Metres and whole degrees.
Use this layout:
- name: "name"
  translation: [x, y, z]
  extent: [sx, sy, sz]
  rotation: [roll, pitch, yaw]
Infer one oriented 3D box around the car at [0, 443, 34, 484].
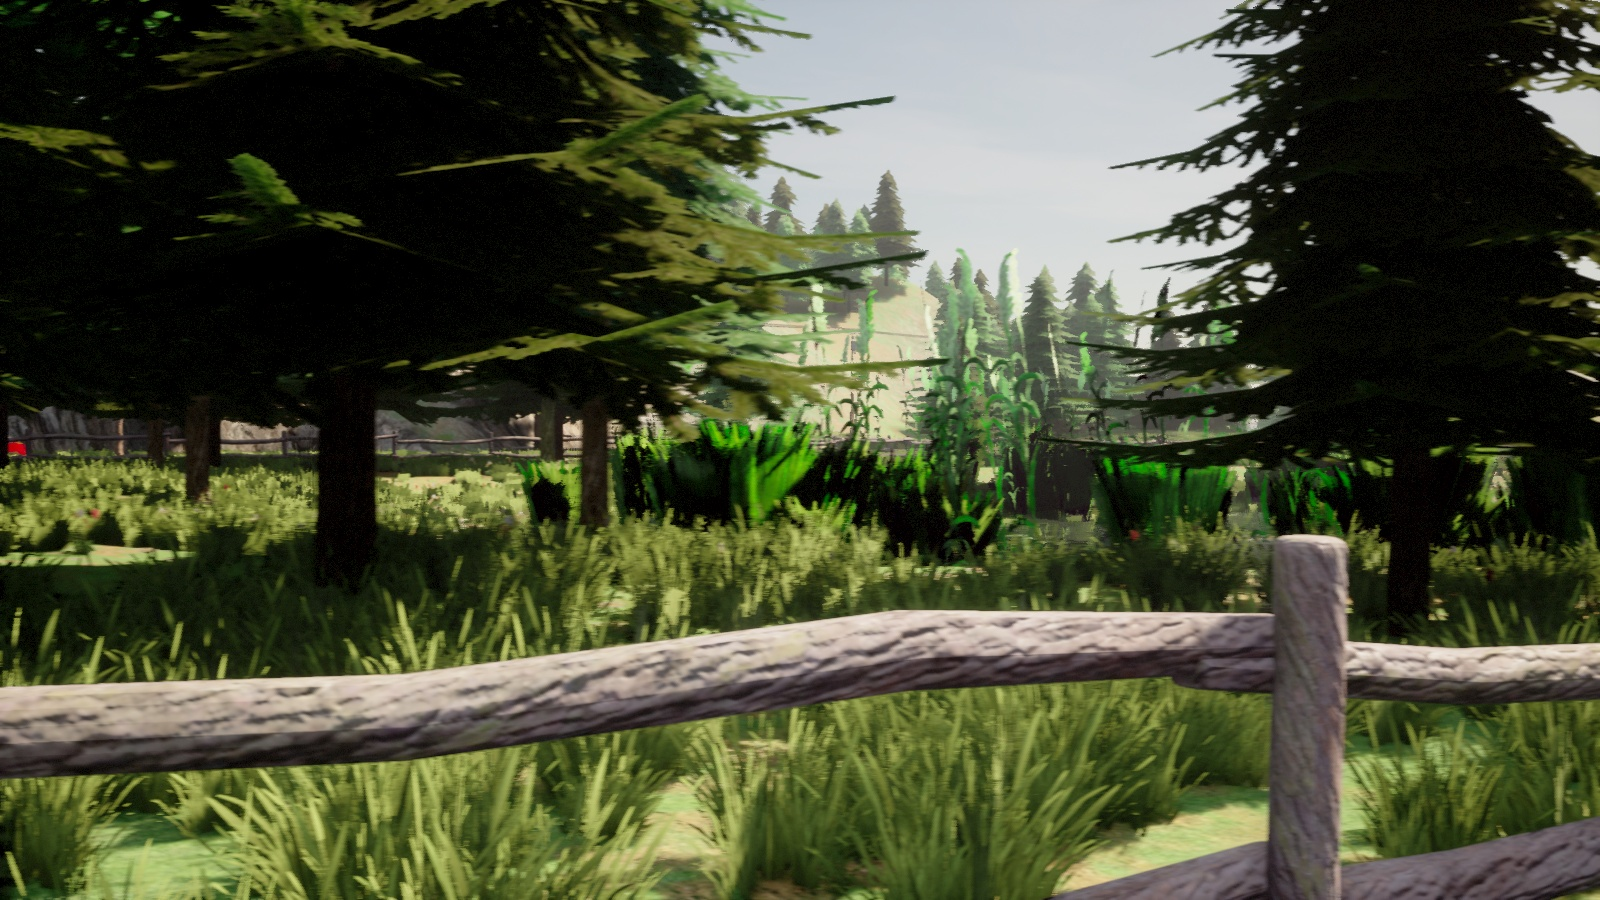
- name: "car"
  translation: [-27.792, 0.477, 43.246]
  extent: [2.207, 1.376, 1.481]
  rotation: [-2, 1, -39]
